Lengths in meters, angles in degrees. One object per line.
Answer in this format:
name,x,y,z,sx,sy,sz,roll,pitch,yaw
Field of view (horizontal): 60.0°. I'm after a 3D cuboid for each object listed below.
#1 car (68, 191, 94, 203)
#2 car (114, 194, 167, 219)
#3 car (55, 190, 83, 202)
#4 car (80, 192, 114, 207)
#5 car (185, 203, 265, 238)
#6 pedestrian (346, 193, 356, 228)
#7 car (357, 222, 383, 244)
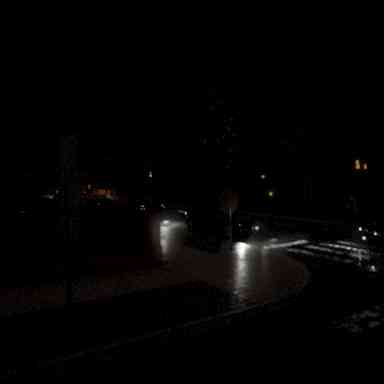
car,-15.757,0.667,47.211,2.033,1.411,5.357,-1,2,-35
car,-3.722,1.017,24.558,2.097,1.767,4.553,-1,2,-35
car,-14.859,0.826,40.771,2.033,1.411,5.357,-1,2,-34
car,-8.980,1.006,32.204,1.812,1.442,4.674,-1,2,-34
car,1.516,1.355,17.037,1.837,1.490,4.892,-1,2,-36
pedestrian,8.324,0.967,17.406,0.375,1.860,0.375,0,0,-35
car,9.545,1.536,13.048,5.357,1.411,2.033,2,1,5
